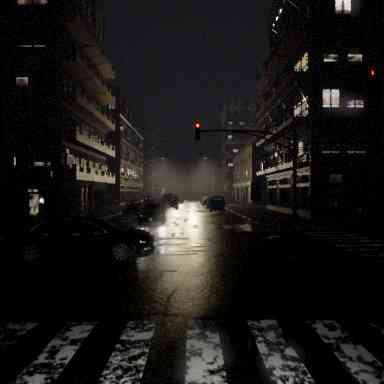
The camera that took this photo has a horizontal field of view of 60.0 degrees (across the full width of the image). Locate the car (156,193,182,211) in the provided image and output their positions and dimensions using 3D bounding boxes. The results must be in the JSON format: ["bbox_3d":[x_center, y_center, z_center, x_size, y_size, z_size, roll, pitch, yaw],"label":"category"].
[{"bbox_3d":[-2.809,1.210,41.644,2.150,2.045,5.566,0,0,0],"label":"car"}]

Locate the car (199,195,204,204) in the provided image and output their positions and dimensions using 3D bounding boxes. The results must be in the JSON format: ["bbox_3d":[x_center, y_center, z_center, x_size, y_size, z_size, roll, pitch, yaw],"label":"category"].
[{"bbox_3d":[2.619,1.550,54.213,1.947,1.339,4.313,0,0,0],"label":"car"}]

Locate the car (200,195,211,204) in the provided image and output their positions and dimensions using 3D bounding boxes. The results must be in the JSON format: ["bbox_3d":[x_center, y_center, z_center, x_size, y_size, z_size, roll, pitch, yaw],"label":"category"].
[{"bbox_3d":[2.627,1.419,65.376,1.967,1.590,4.097,0,0,0],"label":"car"}]

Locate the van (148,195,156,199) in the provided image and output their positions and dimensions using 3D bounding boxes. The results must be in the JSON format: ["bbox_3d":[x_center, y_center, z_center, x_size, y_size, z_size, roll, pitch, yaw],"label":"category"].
[{"bbox_3d":[-5.369,1.329,43.059,1.690,1.788,3.998,0,0,0],"label":"van"}]

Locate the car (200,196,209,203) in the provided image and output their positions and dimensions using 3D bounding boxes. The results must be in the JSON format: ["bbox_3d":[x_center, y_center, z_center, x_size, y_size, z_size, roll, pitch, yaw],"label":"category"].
[{"bbox_3d":[2.632,1.520,70.957,1.887,1.381,4.507,0,0,0],"label":"car"}]

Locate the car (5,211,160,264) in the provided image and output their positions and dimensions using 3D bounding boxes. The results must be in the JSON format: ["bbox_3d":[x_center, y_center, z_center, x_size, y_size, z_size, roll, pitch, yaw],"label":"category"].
[{"bbox_3d":[-3.723,1.562,11.448,4.892,1.490,1.837,-1,0,0],"label":"car"}]

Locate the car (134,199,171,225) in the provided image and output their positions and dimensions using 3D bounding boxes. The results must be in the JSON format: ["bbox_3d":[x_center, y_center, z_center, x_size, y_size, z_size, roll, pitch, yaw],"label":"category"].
[{"bbox_3d":[-2.745,1.523,24.075,1.812,1.442,4.674,0,0,-1],"label":"car"}]

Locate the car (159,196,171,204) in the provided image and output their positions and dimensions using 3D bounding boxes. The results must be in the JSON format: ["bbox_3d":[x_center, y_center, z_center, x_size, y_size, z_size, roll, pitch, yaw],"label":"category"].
[{"bbox_3d":[-5.253,1.524,65.383,1.887,1.381,4.507,0,0,0],"label":"car"}]

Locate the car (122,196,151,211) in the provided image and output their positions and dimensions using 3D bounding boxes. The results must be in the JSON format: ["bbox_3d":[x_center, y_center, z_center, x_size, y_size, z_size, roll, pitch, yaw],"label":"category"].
[{"bbox_3d":[-5.414,1.432,31.895,1.967,1.590,4.097,0,0,0],"label":"car"}]

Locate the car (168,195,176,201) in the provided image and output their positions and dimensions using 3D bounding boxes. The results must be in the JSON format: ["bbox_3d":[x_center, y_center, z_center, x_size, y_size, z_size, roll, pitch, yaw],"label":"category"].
[{"bbox_3d":[-5.233,1.512,87.709,2.008,1.369,4.403,0,0,0],"label":"car"}]

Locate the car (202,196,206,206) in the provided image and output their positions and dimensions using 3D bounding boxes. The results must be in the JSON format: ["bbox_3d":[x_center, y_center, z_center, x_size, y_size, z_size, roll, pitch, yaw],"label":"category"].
[{"bbox_3d":[2.701,1.533,43.051,1.887,1.381,4.507,0,0,0],"label":"car"}]

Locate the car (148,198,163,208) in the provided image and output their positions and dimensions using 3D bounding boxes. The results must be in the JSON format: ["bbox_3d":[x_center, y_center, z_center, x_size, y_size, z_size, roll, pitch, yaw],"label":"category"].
[{"bbox_3d":[-5.317,1.568,48.640,1.802,1.307,4.206,0,0,0],"label":"car"}]

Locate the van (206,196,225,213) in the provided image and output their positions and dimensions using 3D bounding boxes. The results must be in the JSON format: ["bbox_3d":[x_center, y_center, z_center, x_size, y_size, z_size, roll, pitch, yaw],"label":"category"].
[{"bbox_3d":[2.730,1.331,36.847,1.690,1.788,3.998,0,0,0],"label":"van"}]

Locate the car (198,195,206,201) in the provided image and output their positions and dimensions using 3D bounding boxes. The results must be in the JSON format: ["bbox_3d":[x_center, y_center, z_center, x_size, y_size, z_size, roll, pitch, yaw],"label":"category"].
[{"bbox_3d":[2.648,1.527,87.702,1.947,1.339,4.313,0,0,0],"label":"car"}]
